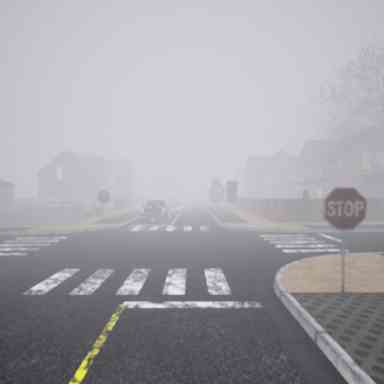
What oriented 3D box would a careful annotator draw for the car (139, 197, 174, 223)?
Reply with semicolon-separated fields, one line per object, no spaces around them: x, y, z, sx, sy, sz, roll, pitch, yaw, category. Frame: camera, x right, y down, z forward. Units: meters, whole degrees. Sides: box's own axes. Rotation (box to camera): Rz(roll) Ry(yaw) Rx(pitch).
-2.767;1.350;25.682;2.097;1.767;4.553;0;0;1;car

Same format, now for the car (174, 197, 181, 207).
-2.741;1.550;52.365;2.128;1.511;4.902;0;0;0;car
